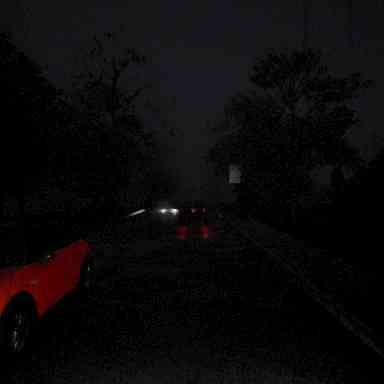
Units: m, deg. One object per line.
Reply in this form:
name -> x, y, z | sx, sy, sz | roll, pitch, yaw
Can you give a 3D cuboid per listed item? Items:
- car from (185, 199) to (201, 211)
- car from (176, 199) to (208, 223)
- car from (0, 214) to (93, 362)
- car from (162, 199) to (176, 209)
car -> 0.189, 1.608, 42.921 | 1.994, 1.385, 4.181 | 0, 0, 1
car -> 0.106, 1.379, 25.945 | 2.097, 1.767, 4.553 | 0, 0, 0
car -> -3.348, 1.359, 5.871 | 2.097, 1.767, 4.553 | 0, 0, 0
car -> -3.083, 1.656, 47.116 | 1.895, 1.301, 4.718 | 0, 0, 3
